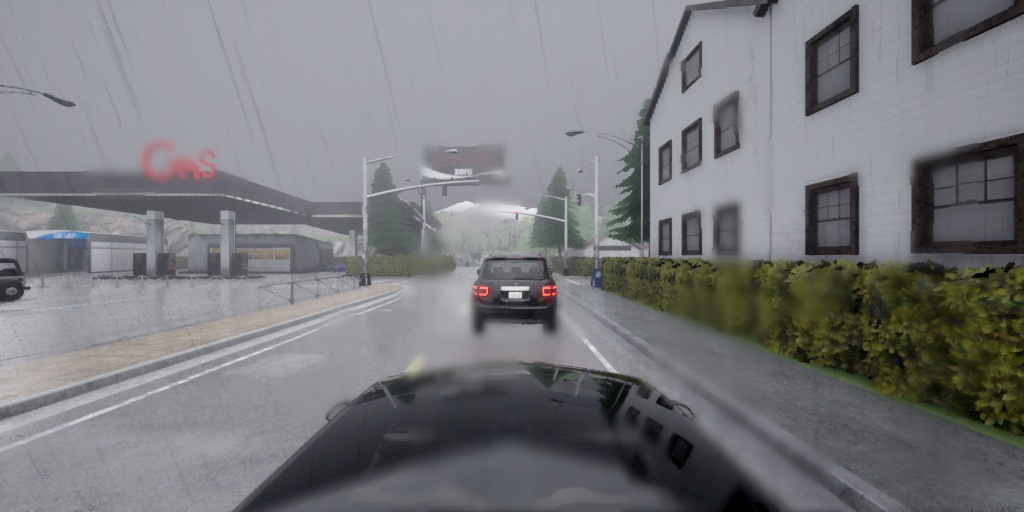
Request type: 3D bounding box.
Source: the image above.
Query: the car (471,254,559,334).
[{"bbox_3d":[0.087,0.971,10.724,2.150,2.045,5.566,0,0,0],"label":"car"}]
